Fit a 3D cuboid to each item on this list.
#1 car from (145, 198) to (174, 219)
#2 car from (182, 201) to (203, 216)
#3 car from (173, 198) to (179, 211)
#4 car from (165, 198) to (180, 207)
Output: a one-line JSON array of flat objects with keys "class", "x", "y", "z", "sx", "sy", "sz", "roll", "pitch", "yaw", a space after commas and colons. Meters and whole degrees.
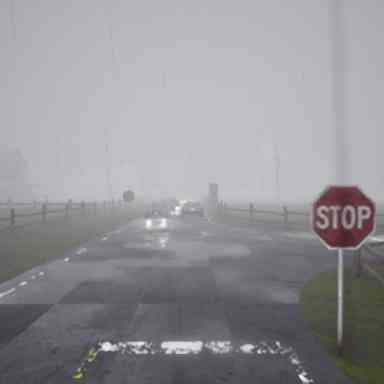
[{"class": "car", "x": -2.889, "y": 1.532, "z": 28.861, "sx": 1.994, "sy": 1.385, "sz": 4.181, "roll": 0, "pitch": 0, "yaw": 0}, {"class": "car", "x": 0.050, "y": 1.528, "z": 31.569, "sx": 1.994, "sy": 1.385, "sz": 4.181, "roll": 0, "pitch": 0, "yaw": 0}, {"class": "car", "x": -2.908, "y": 1.498, "z": 39.695, "sx": 2.033, "sy": 1.411, "sz": 5.357, "roll": 0, "pitch": 0, "yaw": -1}, {"class": "car", "x": -2.913, "y": 1.530, "z": 50.351, "sx": 1.895, "sy": 1.301, "sz": 4.718, "roll": 0, "pitch": 0, "yaw": 0}]
